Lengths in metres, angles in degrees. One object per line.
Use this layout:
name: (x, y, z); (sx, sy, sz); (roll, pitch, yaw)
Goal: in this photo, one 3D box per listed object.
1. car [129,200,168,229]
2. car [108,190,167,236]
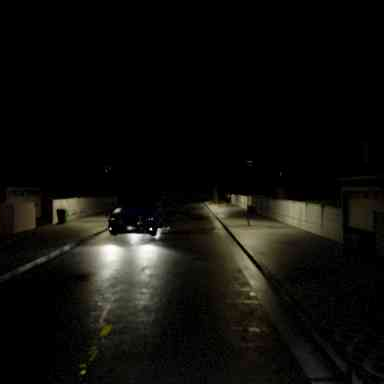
car: (-2.748, 1.403, 22.038); (1.994, 1.385, 4.181); (0, 3, 0)
car: (-2.735, 1.037, 17.444); (2.150, 2.045, 5.566); (0, 4, 0)
